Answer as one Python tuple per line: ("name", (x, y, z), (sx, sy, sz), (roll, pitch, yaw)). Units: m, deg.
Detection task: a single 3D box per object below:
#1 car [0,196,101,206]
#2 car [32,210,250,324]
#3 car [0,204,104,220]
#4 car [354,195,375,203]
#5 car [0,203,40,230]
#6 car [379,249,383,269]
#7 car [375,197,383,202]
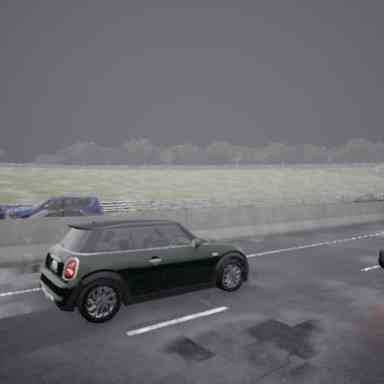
("car", (-8.026, 1.272, 19.780), (5.566, 2.045, 2.150), (0, 0, -36))
("car", (-0.838, 1.372, 7.459), (4.553, 1.767, 2.097), (0, 0, -36))
("car", (-6.778, 1.548, 16.365), (4.892, 1.490, 1.837), (0, 0, -36))
("car", (25.171, 1.070, 47.870), (4.181, 1.385, 1.994), (-1, 1, -36))
("car", (-12.458, 1.533, 20.902), (5.008, 1.535, 1.882), (0, 0, -36))
("car", (6.958, 1.599, 8.758), (4.718, 1.301, 1.895), (0, 0, -36))
("car", (27.291, 1.011, 45.081), (5.008, 1.535, 1.882), (-1, 1, -36))
